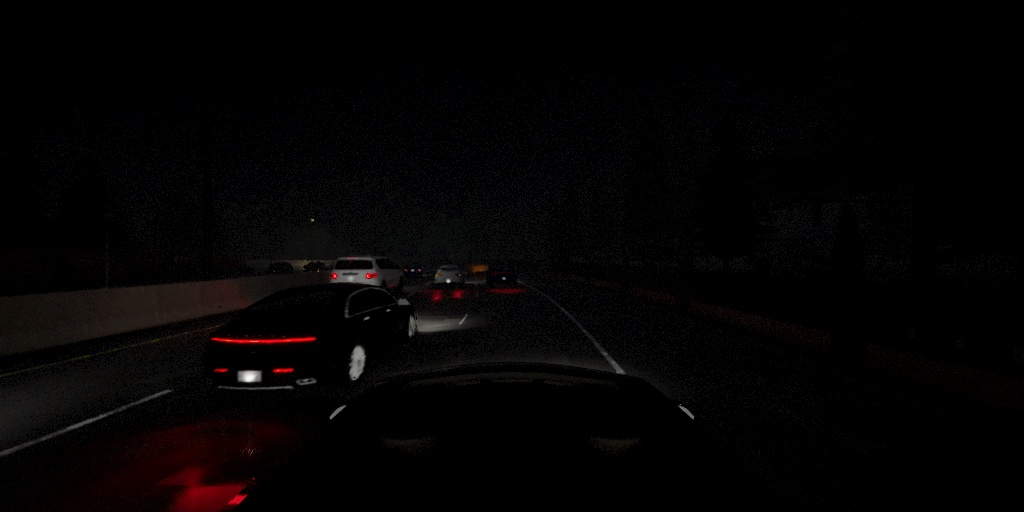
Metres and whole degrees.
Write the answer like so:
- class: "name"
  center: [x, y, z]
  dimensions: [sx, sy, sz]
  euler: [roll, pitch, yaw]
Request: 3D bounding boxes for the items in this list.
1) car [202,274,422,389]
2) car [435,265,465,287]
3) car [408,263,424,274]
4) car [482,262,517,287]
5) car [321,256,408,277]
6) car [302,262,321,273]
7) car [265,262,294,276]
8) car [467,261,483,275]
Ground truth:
- class: "car"
  center: [-3.284, 1.275, 6.943]
  dimensions: [1.837, 1.490, 4.892]
  euler: [0, 0, 1]
- class: "car"
  center: [-4.306, 1.343, 24.906]
  dimensions: [1.812, 1.442, 4.674]
  euler: [0, 0, -7]
- class: "car"
  center: [-9.918, 1.404, 35.973]
  dimensions: [2.033, 1.411, 5.357]
  euler: [0, 0, -14]
- class: "car"
  center: [-0.853, 1.290, 25.525]
  dimensions: [1.882, 1.535, 5.008]
  euler: [0, 0, -7]
- class: "car"
  center: [-7.060, 1.027, 17.949]
  dimensions: [2.150, 2.045, 5.566]
  euler: [0, 0, -4]
- class: "car"
  center: [-22.636, 1.404, 41.239]
  dimensions: [1.837, 1.490, 4.892]
  euler: [0, -1, -19]
- class: "car"
  center: [-25.976, 1.408, 40.221]
  dimensions: [1.837, 1.490, 4.892]
  euler: [0, -1, -19]
- class: "car"
  center: [-3.902, 1.333, 40.286]
  dimensions: [1.882, 1.535, 5.008]
  euler: [0, 0, -15]
